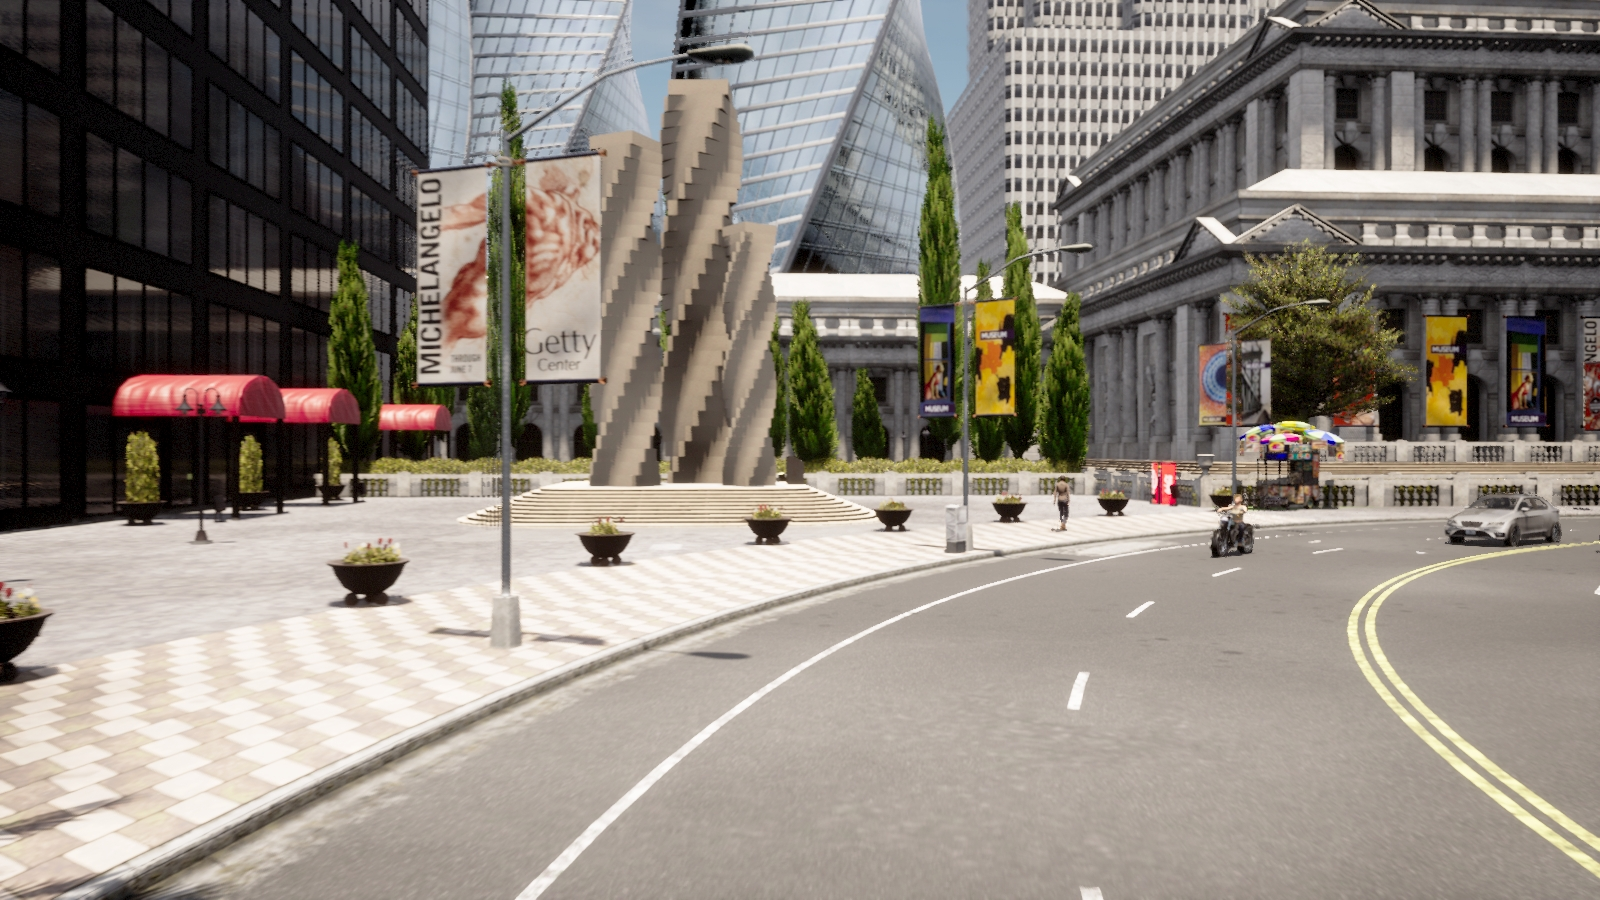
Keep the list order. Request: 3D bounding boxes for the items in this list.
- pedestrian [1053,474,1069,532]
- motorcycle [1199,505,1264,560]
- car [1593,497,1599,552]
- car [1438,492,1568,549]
[{"bbox_3d":[8.465,1.699,37.051,0.375,1.860,0.375,0,0,32],"label":"pedestrian"},{"bbox_3d":[11.496,2.174,30.373,0.764,1.277,2.356,1,1,43],"label":"motorcycle"},{"bbox_3d":[23.819,2.047,31.724,3.633,1.501,1.845,0,0,-35],"label":"car"},{"bbox_3d":[21.182,2.073,34.379,4.193,1.474,1.816,0,0,-35],"label":"car"}]
